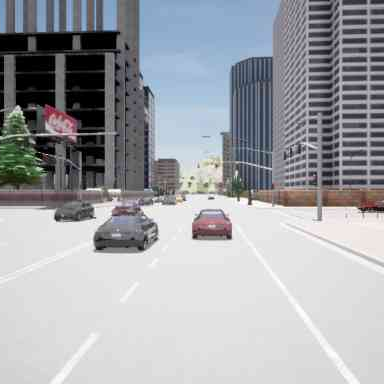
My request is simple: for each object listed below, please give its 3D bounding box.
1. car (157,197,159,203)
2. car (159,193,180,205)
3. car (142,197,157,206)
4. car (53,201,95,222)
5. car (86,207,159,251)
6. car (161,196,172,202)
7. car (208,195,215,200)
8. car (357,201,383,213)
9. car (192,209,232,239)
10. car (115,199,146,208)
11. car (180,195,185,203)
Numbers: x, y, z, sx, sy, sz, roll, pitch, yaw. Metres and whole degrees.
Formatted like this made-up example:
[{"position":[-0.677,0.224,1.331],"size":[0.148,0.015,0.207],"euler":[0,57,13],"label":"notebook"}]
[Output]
[{"position":[-6.568,1.601,68.735],"size":[1.895,1.301,4.718],"euler":[0,0,4],"label":"car"},{"position":[-3.820,1.352,57.142],"size":[2.097,1.767,4.553],"euler":[0,0,4],"label":"car"},{"position":[-7.470,1.526,54.815],"size":[1.812,1.442,4.674],"euler":[0,0,4],"label":"car"},{"position":[-9.155,1.505,26.284],"size":[1.837,1.490,4.892],"euler":[0,0,3],"label":"car"},{"position":[-2.656,1.564,14.220],"size":[1.994,1.385,4.181],"euler":[0,0,4],"label":"car"},{"position":[-5.962,1.552,78.949],"size":[1.994,1.385,4.181],"euler":[0,0,3],"label":"car"},{"position":[5.432,1.595,93.874],"size":[1.895,1.301,4.718],"euler":[0,0,3],"label":"car"},{"position":[20.628,1.601,36.194],"size":[4.718,1.301,1.895],"euler":[0,0,3],"label":"car"},{"position":[1.045,1.564,17.419],"size":[1.994,1.385,4.181],"euler":[0,0,3],"label":"car"},{"position":[-5.525,1.564,28.382],"size":[1.994,1.385,4.181],"euler":[0,0,3],"label":"car"},{"position":[-3.053,1.477,68.910],"size":[1.882,1.535,5.008],"euler":[0,0,4],"label":"car"}]
